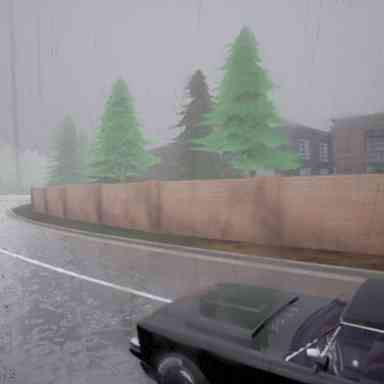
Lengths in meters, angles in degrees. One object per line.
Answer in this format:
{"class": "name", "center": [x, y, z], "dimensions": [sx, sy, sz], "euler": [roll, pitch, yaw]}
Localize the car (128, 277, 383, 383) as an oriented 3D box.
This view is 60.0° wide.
{"class": "car", "center": [1.643, 1.524, 2.985], "dimensions": [4.718, 1.301, 1.895], "euler": [-1, 1, 36]}
